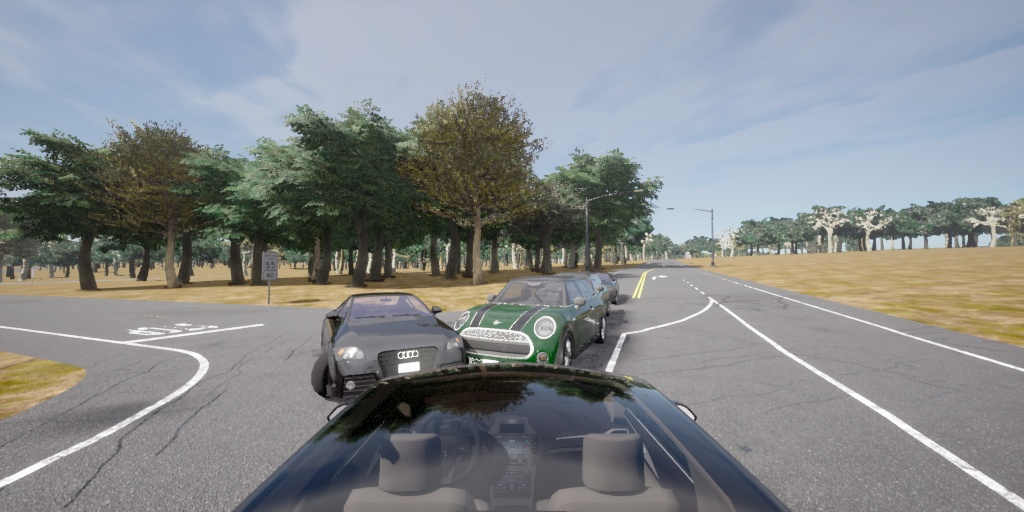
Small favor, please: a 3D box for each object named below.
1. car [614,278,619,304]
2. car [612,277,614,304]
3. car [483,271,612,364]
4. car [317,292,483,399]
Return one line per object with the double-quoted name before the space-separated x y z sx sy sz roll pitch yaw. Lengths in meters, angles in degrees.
"car" 4.229 1.509 17.814 1.994 1.385 4.181 -1 0 19
"car" 2.032 1.344 12.088 2.097 1.767 4.553 -1 -1 21
"car" 0.624 1.218 7.776 2.097 1.767 4.553 -1 -2 26
"car" -2.348 1.375 6.572 1.994 1.385 4.181 1 -2 -29
